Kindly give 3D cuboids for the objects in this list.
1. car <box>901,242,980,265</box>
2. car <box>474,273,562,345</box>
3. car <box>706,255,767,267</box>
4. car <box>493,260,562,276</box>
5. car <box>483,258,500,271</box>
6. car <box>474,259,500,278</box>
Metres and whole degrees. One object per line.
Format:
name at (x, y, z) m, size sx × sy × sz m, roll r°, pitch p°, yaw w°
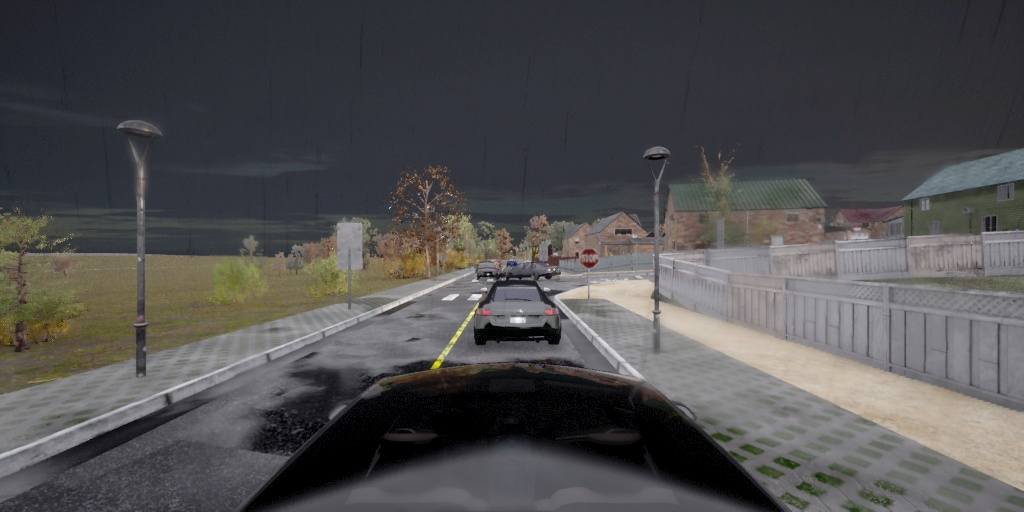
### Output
car at (23.880, -0.208, 20.486) m, size 4.902 × 1.511 × 2.128 m, roll -3°, pitch 0°, yaw 14°
car at (0.099, 1.313, 9.506) m, size 1.994 × 1.385 × 4.181 m, roll 0°, pitch 0°, yaw -1°
car at (14.378, 0.413, 22.904) m, size 4.181 × 1.385 × 1.994 m, roll -3°, pitch 0°, yaw 16°
car at (1.325, 1.198, 28.522) m, size 5.357 × 1.411 × 2.033 m, roll -4°, pitch -3°, yaw 43°
car at (-2.869, 1.121, 51.249) m, size 2.097 × 1.767 × 4.553 m, roll 0°, pitch 0°, yaw 1°
car at (-2.264, 1.258, 31.431) m, size 1.837 × 1.490 × 4.892 m, roll 0°, pitch 0°, yaw -8°
